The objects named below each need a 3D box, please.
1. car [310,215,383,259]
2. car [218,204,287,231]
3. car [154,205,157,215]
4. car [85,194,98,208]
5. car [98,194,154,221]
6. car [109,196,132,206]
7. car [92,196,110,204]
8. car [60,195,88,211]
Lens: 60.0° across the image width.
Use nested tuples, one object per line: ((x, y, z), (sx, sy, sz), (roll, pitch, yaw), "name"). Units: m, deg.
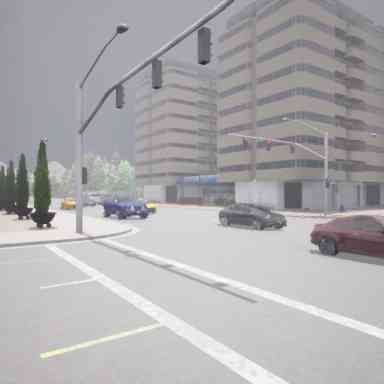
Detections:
((6.168, 1.525, 10.983), (1.812, 1.442, 4.674), (0, 0, -35), "car")
((3.640, 1.507, 20.760), (1.837, 1.490, 4.892), (0, -1, -35), "car")
((-5.329, 1.478, 33.671), (1.882, 1.535, 5.008), (0, 0, -35), "car")
((-15.501, 1.491, 48.340), (2.128, 1.511, 4.902), (0, 0, -35), "car")
((-5.709, 1.221, 28.086), (2.150, 2.045, 5.566), (0, 0, -35), "car")
((-12.167, 1.491, 56.138), (2.128, 1.511, 4.902), (0, 0, -35), "car")
((-17.475, 1.505, 63.776), (1.837, 1.490, 4.892), (0, 0, -33), "car")
((-14.906, 1.478, 41.331), (1.882, 1.535, 5.008), (0, 0, -35), "car")
